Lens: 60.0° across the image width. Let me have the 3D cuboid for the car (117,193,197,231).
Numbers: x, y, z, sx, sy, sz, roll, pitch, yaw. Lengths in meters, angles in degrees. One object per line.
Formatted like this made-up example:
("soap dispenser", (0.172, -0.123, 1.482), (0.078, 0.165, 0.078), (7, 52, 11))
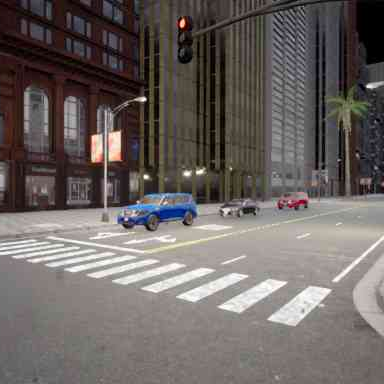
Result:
("car", (-1.908, 1.113, 20.193), (2.150, 2.045, 5.566), (0, 0, 36))

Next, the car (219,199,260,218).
("car", (4.130, 1.335, 28.402), (2.128, 1.511, 4.902), (0, 0, 36))

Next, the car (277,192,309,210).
("car", (11.928, 1.015, 38.963), (2.150, 2.045, 5.566), (0, 0, 37))
